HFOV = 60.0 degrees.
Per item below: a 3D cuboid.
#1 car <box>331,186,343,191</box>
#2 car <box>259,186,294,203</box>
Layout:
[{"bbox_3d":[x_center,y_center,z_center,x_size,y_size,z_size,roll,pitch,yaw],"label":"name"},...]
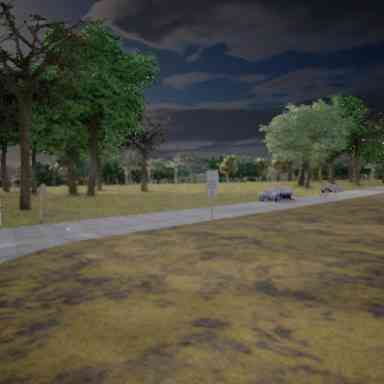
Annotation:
[{"bbox_3d":[19.997,-0.594,47.337,1.994,1.385,4.181,1,3,43],"label":"car"},{"bbox_3d":[9.028,0.136,35.588,2.097,1.767,4.553,1,3,43],"label":"car"}]
